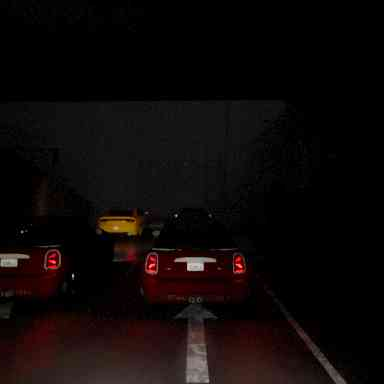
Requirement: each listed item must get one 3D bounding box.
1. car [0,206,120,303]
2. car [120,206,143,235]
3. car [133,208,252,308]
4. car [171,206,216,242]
[{"bbox_3d":[-3.426,1.350,8.376,2.097,1.767,4.553,0,0,0],"label":"car"},{"bbox_3d":[-3.427,1.474,17.465,1.882,1.535,5.008,0,0,0],"label":"car"},{"bbox_3d":[0.069,1.350,8.047,2.097,1.767,4.553,0,0,0],"label":"car"},{"bbox_3d":[0.074,1.544,17.574,2.033,1.411,5.357,0,0,0],"label":"car"}]
